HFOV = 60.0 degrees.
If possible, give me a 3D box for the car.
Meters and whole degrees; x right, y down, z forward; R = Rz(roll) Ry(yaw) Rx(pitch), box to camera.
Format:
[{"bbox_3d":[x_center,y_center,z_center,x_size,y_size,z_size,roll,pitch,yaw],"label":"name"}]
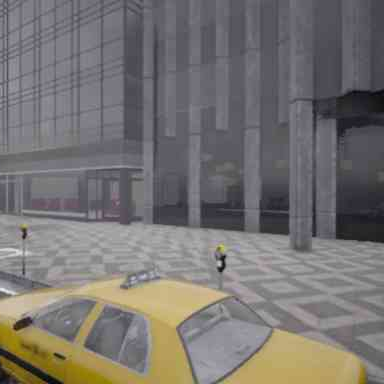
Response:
[{"bbox_3d":[-0.757,1.512,3.621,4.829,1.417,1.752,0,0,35],"label":"car"}]
